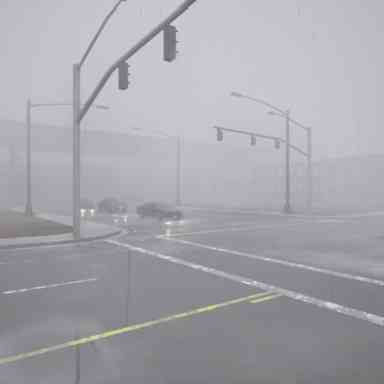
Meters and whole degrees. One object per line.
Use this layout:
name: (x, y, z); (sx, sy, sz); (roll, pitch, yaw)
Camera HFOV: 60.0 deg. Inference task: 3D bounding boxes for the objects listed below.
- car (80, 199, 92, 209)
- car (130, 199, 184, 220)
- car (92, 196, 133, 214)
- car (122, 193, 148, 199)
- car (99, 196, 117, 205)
car: (-14.467, 1.564, 44.388); (1.994, 1.385, 4.181); (0, 0, -32)
car: (-2.887, 1.547, 28.251); (2.033, 1.411, 5.357); (0, 0, -36)
car: (-8.759, 1.491, 36.239); (2.128, 1.511, 4.902); (0, 0, -36)
car: (-12.303, 1.223, 69.377); (2.150, 2.045, 5.566); (0, 0, 29)
car: (-14.992, 1.526, 59.810); (1.812, 1.442, 4.674); (0, 0, 3)
